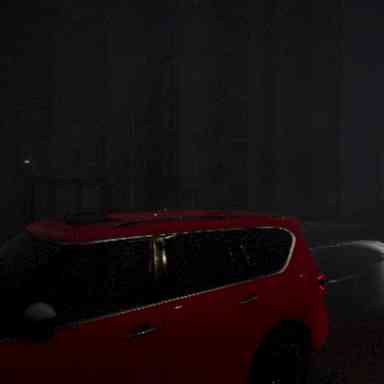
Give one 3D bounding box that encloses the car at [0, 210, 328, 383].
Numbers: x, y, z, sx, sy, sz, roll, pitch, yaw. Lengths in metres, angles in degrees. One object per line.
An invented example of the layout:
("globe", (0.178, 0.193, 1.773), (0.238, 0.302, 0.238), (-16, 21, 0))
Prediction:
("car", (-0.909, 1.240, 3.339), (5.566, 2.045, 2.150), (1, -1, -36))
